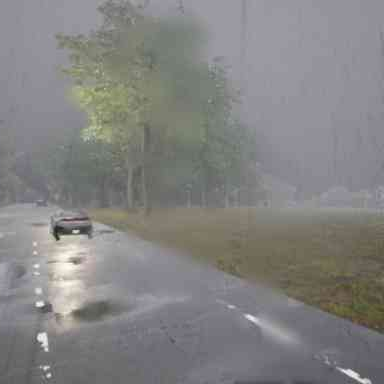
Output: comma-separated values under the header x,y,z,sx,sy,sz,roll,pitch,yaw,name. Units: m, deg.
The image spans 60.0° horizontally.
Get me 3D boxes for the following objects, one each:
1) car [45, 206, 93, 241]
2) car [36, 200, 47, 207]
x,y,z,sx,sy,sz,roll,pitch,yaw,name
-6.672,1.703,18.229,2.128,1.511,4.902,0,-1,-26,car
-32.667,2.398,72.220,1.882,1.535,5.008,0,-1,-25,car
